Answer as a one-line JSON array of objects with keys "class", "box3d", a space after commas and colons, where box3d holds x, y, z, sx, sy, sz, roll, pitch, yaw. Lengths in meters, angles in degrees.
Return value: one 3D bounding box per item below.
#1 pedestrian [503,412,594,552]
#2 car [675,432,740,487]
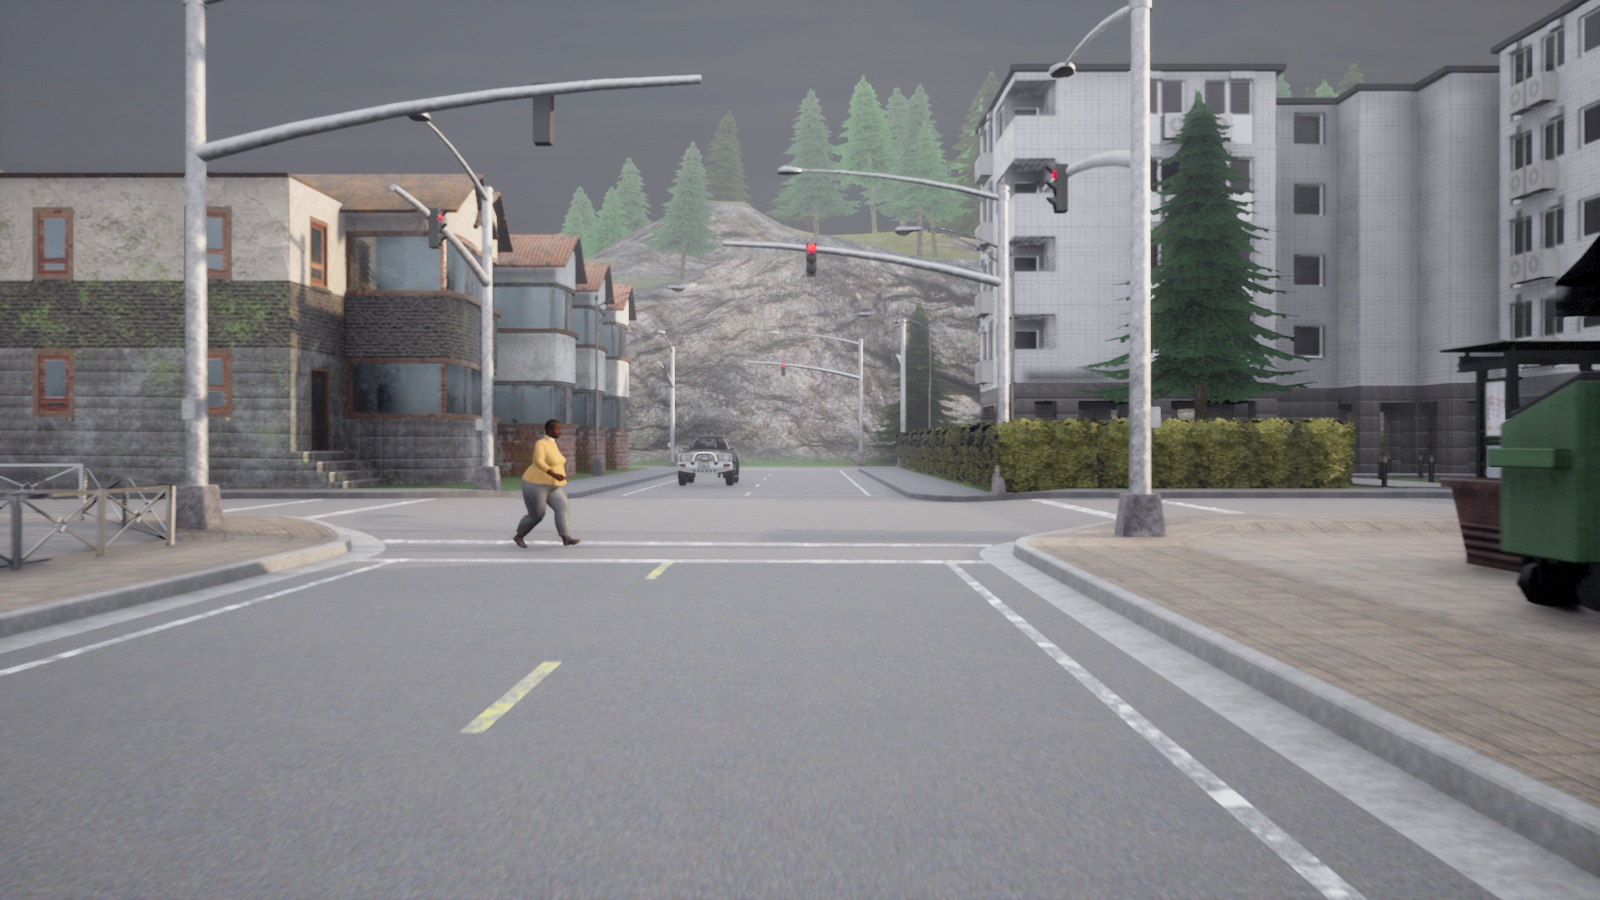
[{"class": "pedestrian", "box3d": [-3.434, 0.417, 17.227, 0.900, 1.855, 0.874, 0, 0, 20]}, {"class": "car", "box3d": [-3.234, 0.308, 44.780, 1.932, 1.855, 4.605, 0, 0, 0]}]
